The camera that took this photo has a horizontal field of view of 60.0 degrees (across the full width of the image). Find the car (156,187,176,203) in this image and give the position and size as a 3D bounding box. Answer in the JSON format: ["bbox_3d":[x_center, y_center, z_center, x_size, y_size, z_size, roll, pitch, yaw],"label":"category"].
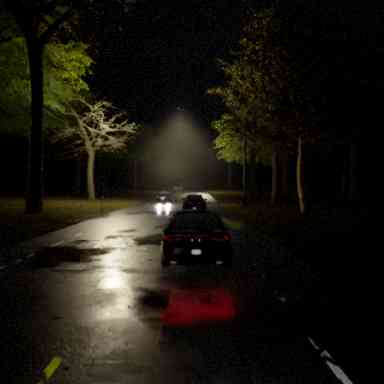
[{"bbox_3d":[-3.571,0.536,42.692,2.128,1.511,4.902,0,2,-2],"label":"car"}]

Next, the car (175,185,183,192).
[{"bbox_3d":[-3.171,-0.865,81.620,1.882,1.535,5.008,0,2,0],"label":"car"}]

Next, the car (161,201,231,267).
[{"bbox_3d":[0.119,1.277,10.693,1.882,1.535,5.008,0,1,0],"label":"car"}]

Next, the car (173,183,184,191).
[{"bbox_3d":[-3.064,-0.888,74.122,2.150,2.045,5.566,0,2,-2],"label":"car"}]

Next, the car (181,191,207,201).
[{"bbox_3d":[0.198,0.937,27.840,1.837,1.490,4.892,0,1,0],"label":"car"}]
